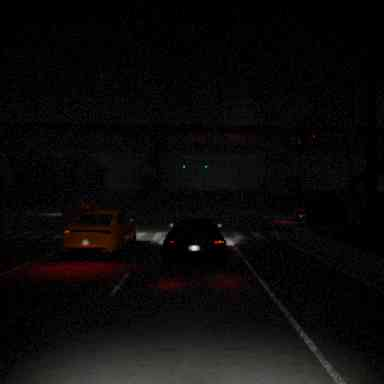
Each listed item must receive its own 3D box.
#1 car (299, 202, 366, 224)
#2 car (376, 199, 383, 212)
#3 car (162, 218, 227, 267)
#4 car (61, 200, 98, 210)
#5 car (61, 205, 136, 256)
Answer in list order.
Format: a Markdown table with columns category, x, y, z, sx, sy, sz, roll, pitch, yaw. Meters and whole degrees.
| category | x | y | z | sx | sy | sz | roll | pitch | yaw |
| --- | --- | --- | --- | --- | --- | --- | --- | --- | --- |
| car | 10.587 | 1.556 | 25.006 | 4.892 | 1.490 | 1.837 | 0 | -1 | -2 |
| car | 23.591 | 1.320 | 39.163 | 5.566 | 2.045 | 2.150 | 0 | 0 | 0 |
| car | 0.118 | 1.575 | 11.483 | 1.994 | 1.385 | 4.181 | 0 | 0 | 1 |
| car | -10.392 | 1.476 | 31.131 | 5.008 | 1.535 | 1.882 | 0 | -1 | 43 |
| car | -3.454 | 1.481 | 13.169 | 1.882 | 1.535 | 5.008 | 0 | 0 | -1 |
